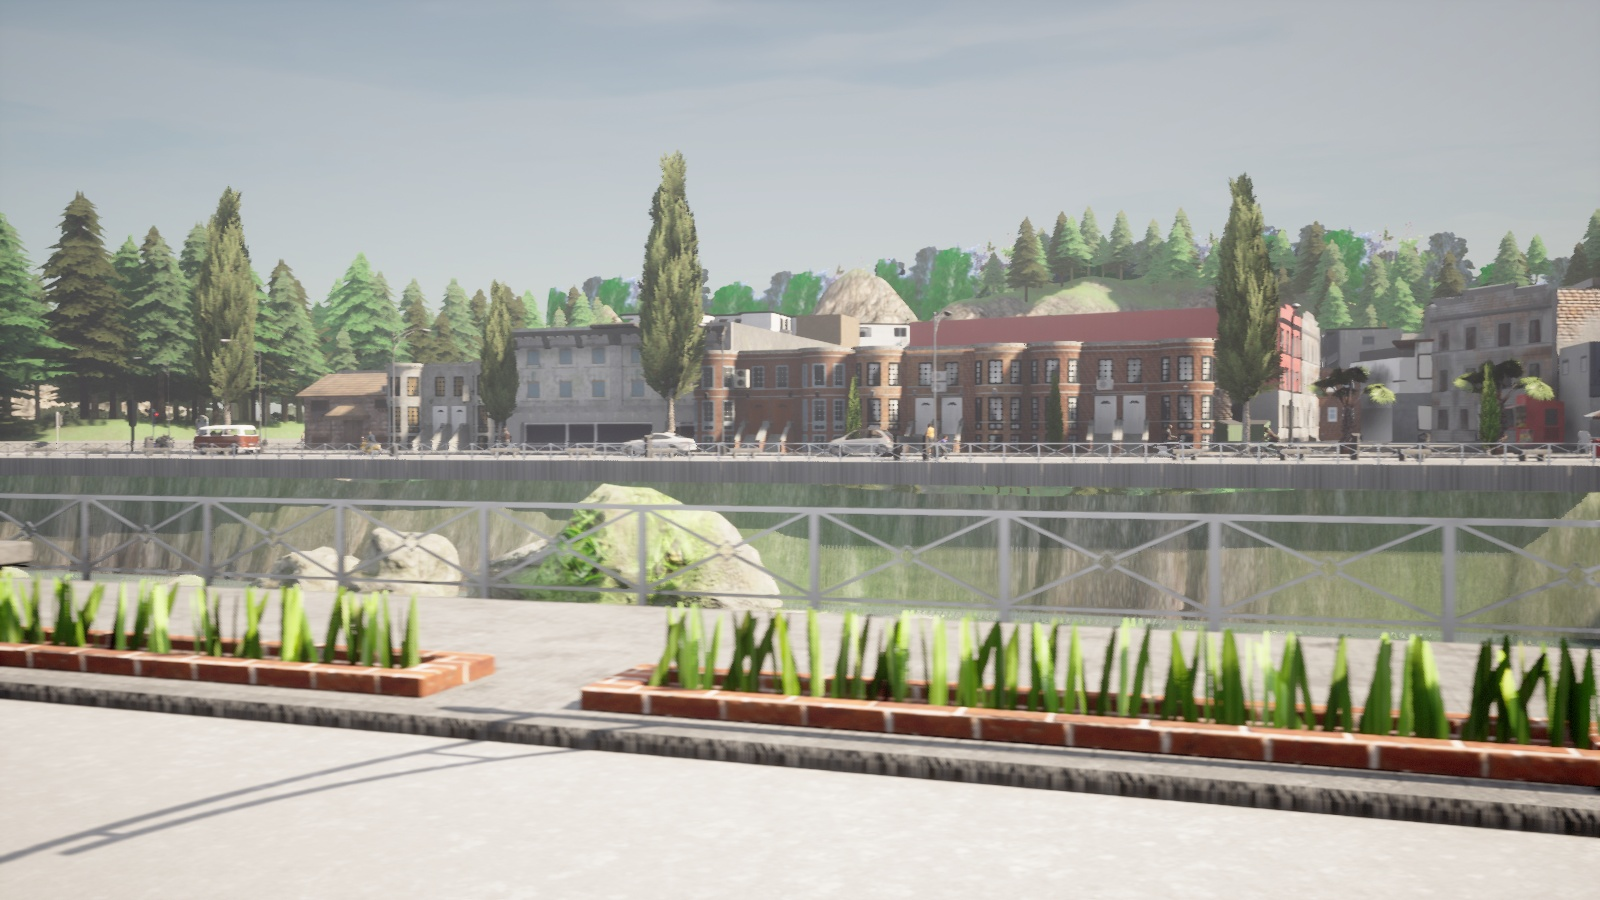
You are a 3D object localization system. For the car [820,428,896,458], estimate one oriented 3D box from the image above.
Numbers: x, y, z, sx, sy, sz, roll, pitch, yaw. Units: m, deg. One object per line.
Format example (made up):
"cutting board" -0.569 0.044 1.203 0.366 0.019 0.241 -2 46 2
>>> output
"car" 3.344 -0.414 71.870 3.988 1.617 1.851 1 1 19

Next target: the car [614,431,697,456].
"car" -8.732 -0.396 75.931 4.674 1.442 1.812 1 1 19

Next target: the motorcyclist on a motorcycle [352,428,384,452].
"motorcyclist on a motorcycle" -28.419 -0.649 82.547 1.817 1.590 0.866 1 1 19

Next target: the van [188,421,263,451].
"van" -39.447 -0.979 86.251 4.480 2.038 2.069 1 1 19
